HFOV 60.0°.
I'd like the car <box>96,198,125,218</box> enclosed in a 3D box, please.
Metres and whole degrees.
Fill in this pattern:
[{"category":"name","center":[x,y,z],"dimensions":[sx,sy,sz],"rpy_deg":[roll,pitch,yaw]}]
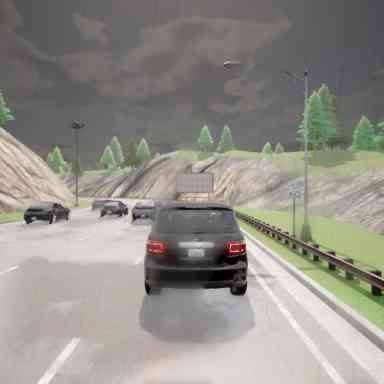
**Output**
[{"category":"car","center":[-7.033,1.526,30.264],"dimensions":[1.812,1.442,4.674],"rpy_deg":[0,0,-1]}]

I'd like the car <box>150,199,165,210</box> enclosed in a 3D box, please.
[{"category":"car","center":[-4.553,1.601,43.765],"dimensions":[1.895,1.301,4.718],"rpy_deg":[0,0,-7]}]

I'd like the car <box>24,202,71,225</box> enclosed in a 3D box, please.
[{"category":"car","center":[-10.437,1.503,24.375],"dimensions":[1.837,1.490,4.892],"rpy_deg":[0,-1,0]}]

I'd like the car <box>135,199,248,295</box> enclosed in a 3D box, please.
[{"category":"car","center":[0.088,1.221,8.833],"dimensions":[2.150,2.045,5.566],"rpy_deg":[0,0,0]}]

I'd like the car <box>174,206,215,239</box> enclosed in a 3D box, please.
[{"category":"car","center":[0.113,1.558,18.059],"dimensions":[1.994,1.385,4.181],"rpy_deg":[0,0,0]}]

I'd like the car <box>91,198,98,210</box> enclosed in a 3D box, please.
[{"category":"car","center":[-11.418,1.490,41.952],"dimensions":[2.128,1.511,4.902],"rpy_deg":[0,0,-6]}]

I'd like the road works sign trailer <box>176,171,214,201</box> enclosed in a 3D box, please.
[{"category":"road works sign trailer","center":[0.189,0.464,21.556],"dimensions":[2.380,3.560,2.880],"rpy_deg":[0,0,0]}]

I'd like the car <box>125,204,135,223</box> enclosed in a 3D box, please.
[{"category":"car","center":[-3.444,1.490,25.772],"dimensions":[2.128,1.511,4.902],"rpy_deg":[0,0,0]}]
